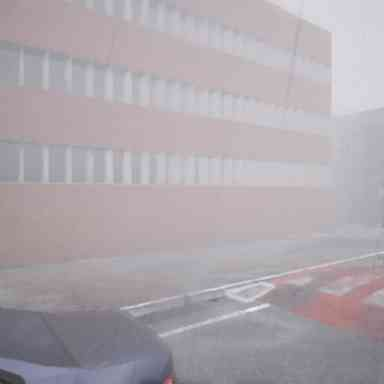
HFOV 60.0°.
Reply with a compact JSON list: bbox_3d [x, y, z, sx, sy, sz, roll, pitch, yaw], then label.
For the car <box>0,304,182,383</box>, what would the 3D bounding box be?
[{"bbox_3d":[-2.575,1.545,1.850,5.357,1.411,2.033,0,0,-36],"label":"car"}]
